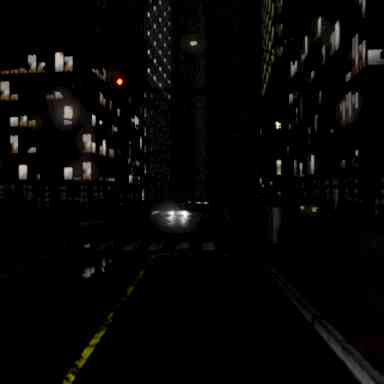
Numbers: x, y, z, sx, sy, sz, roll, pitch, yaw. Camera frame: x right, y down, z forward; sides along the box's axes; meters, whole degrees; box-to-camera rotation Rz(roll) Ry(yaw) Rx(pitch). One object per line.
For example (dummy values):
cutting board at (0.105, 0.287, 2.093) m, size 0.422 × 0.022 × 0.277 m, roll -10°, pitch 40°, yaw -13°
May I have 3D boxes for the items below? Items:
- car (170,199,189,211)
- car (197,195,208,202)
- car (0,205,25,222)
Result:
car at (-1.499, 1.528, 40.018) m, size 1.895 × 1.301 × 4.718 m, roll 0°, pitch 0°, yaw 5°
car at (2.234, 1.284, 70.112) m, size 1.882 × 1.535 × 5.008 m, roll 0°, pitch 0°, yaw 8°
car at (-16.452, 1.812, 28.254) m, size 4.403 × 1.369 × 2.008 m, roll -1°, pitch 1°, yaw 10°
